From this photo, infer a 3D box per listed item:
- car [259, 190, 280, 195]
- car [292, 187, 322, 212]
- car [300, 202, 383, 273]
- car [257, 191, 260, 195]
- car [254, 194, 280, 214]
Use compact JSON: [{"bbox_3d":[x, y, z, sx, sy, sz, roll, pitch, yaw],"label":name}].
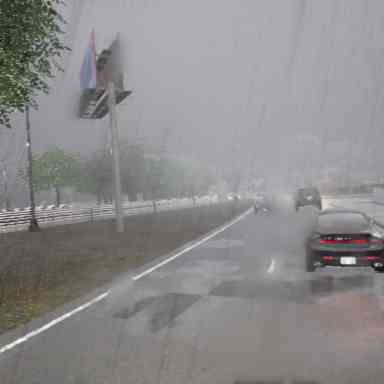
[{"bbox_3d":[10.452,0.849,44.868,1.882,1.535,5.008,-3,0,13],"label":"car"},{"bbox_3d":[10.277,0.615,29.832,2.150,2.045,5.566,-3,0,15],"label":"car"},{"bbox_3d":[4.270,1.258,9.792,1.837,1.490,4.892,-3,0,19],"label":"car"},{"bbox_3d":[16.934,0.459,81.419,1.994,1.385,4.181,-4,0,7],"label":"car"},{"bbox_3d":[6.764,1.203,30.178,1.895,1.301,4.718,-3,0,16],"label":"car"}]
